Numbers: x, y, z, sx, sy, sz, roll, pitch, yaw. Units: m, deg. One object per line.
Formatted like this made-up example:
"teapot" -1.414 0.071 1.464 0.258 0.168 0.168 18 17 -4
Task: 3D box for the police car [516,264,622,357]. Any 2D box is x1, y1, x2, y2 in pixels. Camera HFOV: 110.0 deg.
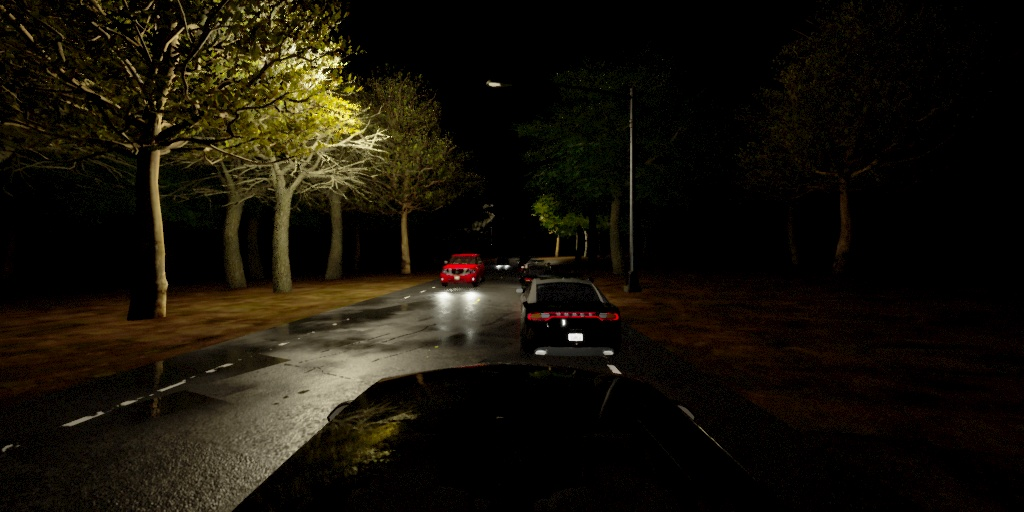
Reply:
"police car" 1.126 1.166 8.660 1.930 1.638 5.238 0 0 1

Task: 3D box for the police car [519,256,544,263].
"police car" 1.666 1.057 24.574 1.930 1.638 5.238 0 1 3

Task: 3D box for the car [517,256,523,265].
"car" 1.820 0.835 50.133 1.837 1.490 4.892 0 1 2

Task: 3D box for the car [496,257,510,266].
"car" -1.415 0.793 57.685 1.994 1.385 4.181 0 1 3

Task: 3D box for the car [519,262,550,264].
"car" 1.405 1.215 18.488 1.812 1.442 4.674 0 0 2

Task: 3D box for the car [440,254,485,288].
"car" -3.039 0.872 23.324 2.150 2.045 5.566 0 1 2
